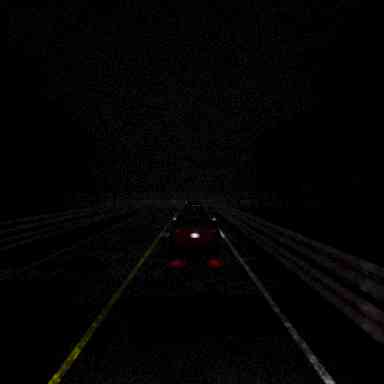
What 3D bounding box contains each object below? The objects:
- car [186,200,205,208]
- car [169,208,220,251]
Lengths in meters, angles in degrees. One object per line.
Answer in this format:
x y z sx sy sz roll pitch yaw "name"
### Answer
0.357 1.657 37.476 2.128 1.511 4.902 3 -1 3 "car"
0.107 1.572 14.176 1.994 1.385 4.181 0 0 0 "car"
